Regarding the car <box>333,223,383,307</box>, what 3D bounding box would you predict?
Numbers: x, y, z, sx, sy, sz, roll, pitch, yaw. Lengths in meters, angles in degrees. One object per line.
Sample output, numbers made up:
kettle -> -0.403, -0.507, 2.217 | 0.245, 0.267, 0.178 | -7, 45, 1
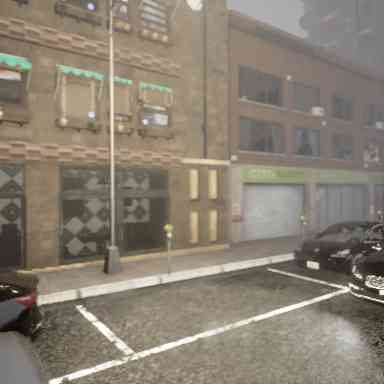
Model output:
car -> 5.350, 1.518, 7.194 | 4.892, 1.490, 1.837 | 0, 0, -35

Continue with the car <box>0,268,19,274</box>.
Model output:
car -> -3.995, 1.564, 3.719 | 4.313, 1.339, 1.947 | 0, -1, -36

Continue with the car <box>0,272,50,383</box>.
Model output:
car -> -3.215, 1.545, 1.085 | 5.357, 1.411, 2.033 | 0, 0, -36

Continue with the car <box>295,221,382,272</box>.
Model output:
car -> 4.997, 1.581, 10.135 | 4.313, 1.339, 1.947 | 0, -1, -36
